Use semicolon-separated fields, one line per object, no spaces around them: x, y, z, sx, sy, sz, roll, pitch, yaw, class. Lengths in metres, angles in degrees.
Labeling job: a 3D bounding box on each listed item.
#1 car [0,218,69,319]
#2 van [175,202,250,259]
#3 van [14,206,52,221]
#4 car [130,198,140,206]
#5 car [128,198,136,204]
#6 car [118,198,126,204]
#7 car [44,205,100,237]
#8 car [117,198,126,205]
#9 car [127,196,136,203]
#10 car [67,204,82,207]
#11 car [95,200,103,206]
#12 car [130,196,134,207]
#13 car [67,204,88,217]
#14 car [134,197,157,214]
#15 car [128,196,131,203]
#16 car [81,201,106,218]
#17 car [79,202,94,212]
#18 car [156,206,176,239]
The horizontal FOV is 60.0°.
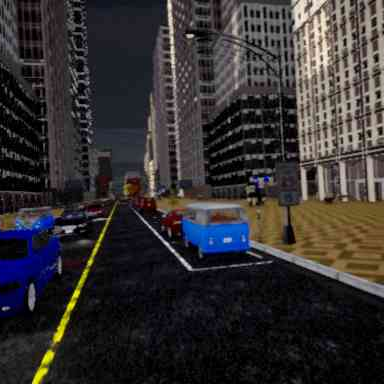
-4.402;1.705;7.918;1.882;1.535;5.008;-3;0;-12;car
0.704;1.283;12.178;1.690;1.788;3.998;-3;0;-12;van
-9.933;1.850;21.196;1.690;1.788;3.998;-3;0;-12;van
-12.320;2.109;71.693;2.008;1.369;4.403;-3;0;-12;car
-15.844;2.289;87.932;1.947;1.339;4.313;-3;0;-12;car
-18.928;2.310;89.423;2.033;1.411;5.357;-3;0;-12;car
-7.023;1.844;20.000;2.128;1.511;4.902;-3;0;-12;car
-16.712;2.304;79.238;2.128;1.511;4.902;-3;0;-12;car
-17.032;2.093;93.345;2.192;1.841;5.009;-3;0;-12;car
-13.446;2.242;37.435;1.947;1.339;4.313;-3;0;-12;car
-24.020;2.754;86.152;1.802;1.307;4.206;-3;0;-12;car
-7.632;1.653;50.041;2.192;1.841;5.009;-3;0;-12;car
-14.622;2.282;42.847;2.008;1.369;4.403;-3;0;-12;car
-5.282;1.543;39.214;2.192;1.841;5.009;-3;0;-12;car
-9.982;1.764;60.867;2.192;1.841;5.009;-3;0;-12;car
-10.445;2.040;35.995;1.812;1.442;4.674;-3;0;-12;car
-16.970;2.424;53.674;1.802;1.307;4.206;-3;0;-12;car
-0.549;1.547;17.571;1.887;1.381;4.507;-3;0;-12;car
